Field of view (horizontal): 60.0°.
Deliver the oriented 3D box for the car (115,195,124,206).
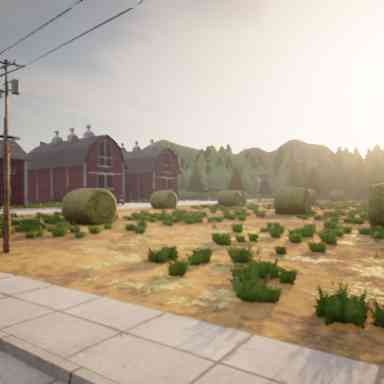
[{"bbox_3d":[-14.750,1.682,67.287,1.905,1.878,3.866,5,1,-9],"label":"car"}]
